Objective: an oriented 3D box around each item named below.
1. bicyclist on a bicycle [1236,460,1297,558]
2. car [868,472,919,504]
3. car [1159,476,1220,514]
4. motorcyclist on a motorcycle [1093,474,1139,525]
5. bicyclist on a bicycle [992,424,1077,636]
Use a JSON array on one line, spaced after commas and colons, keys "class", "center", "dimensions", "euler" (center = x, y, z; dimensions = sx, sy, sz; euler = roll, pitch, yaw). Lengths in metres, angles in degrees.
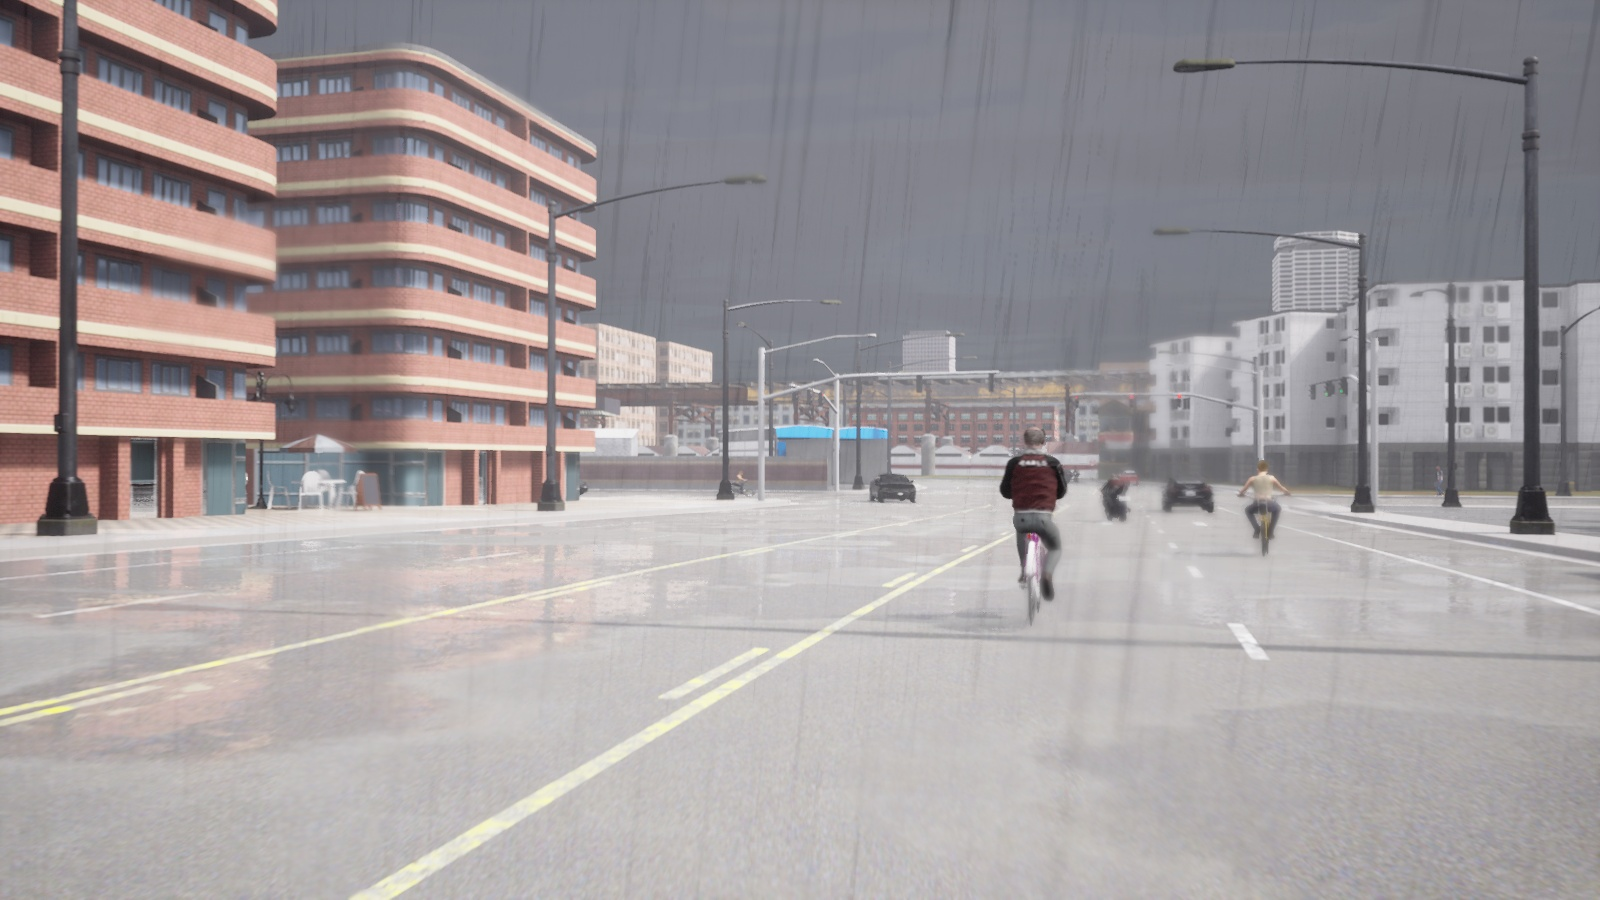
[{"class": "bicyclist on a bicycle", "center": [7.969, 0.993, 21.413], "dimensions": [0.866, 1.612, 1.509], "euler": [-2, -2, 23]}, {"class": "car", "center": [4.838, 1.957, 65.667], "dimensions": [1.882, 1.535, 5.008], "euler": [1, -1, -4]}, {"class": "car", "center": [16.234, 1.845, 52.533], "dimensions": [2.163, 1.488, 4.792], "euler": [0, -1, 14]}, {"class": "motorcyclist on a motorcycle", "center": [9.932, 1.546, 39.535], "dimensions": [0.866, 1.530, 2.191], "euler": [1, -2, 0]}, {"class": "bicyclist on a bicycle", "center": [2.174, 0.679, 11.485], "dimensions": [0.659, 1.776, 1.843], "euler": [0, -1, 14]}]
